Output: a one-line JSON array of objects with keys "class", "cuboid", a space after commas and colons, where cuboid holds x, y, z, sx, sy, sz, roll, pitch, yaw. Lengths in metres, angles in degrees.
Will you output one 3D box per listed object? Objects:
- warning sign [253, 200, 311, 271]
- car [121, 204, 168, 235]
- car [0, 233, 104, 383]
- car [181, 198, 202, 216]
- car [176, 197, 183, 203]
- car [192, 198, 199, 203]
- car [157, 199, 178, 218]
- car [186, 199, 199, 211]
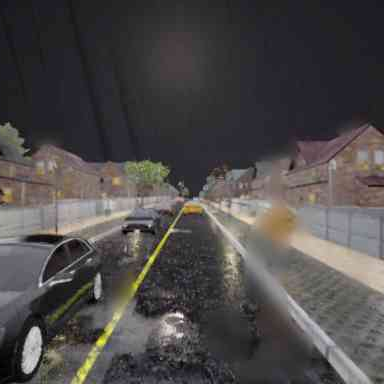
[{"class": "warning sign", "cuboid": [2.490, 1.173, 9.402, 1.300, 1.860, 1.060, -2, -2, 0]}, {"class": "car", "cuboid": [-2.848, 1.672, 19.941, 2.033, 1.411, 5.357, 0, 0, 0]}, {"class": "car", "cuboid": [-2.850, 1.539, 5.542, 1.837, 1.490, 4.892, 0, -1, 0]}, {"class": "car", "cuboid": [0.097, 1.717, 36.094, 1.882, 1.535, 5.008, 0, 0, 0]}, {"class": "car", "cuboid": [-2.757, 1.839, 73.660, 1.882, 1.535, 5.008, 0, 0, 0]}, {"class": "car", "cuboid": [0.953, 2.189, 87.396, 1.812, 1.442, 4.674, 0, -1, 0]}, {"class": "car", "cuboid": [-2.781, 1.698, 33.673, 1.882, 1.535, 5.008, 0, -1, 0]}, {"class": "car", "cuboid": [0.090, 1.830, 47.272, 1.837, 1.490, 4.892, 0, 0, 0]}]
